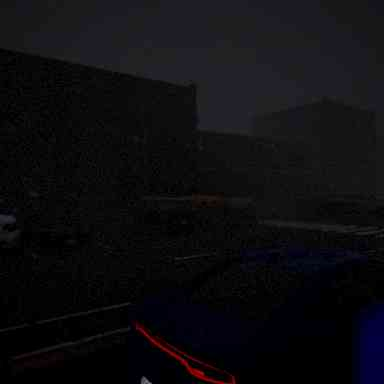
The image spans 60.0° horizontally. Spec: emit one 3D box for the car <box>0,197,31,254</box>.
[{"bbox_3d":[-8.276,1.228,13.064,2.435,2.045,5.566,0,0,-36],"label":"car"}]

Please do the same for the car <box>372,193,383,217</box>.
[{"bbox_3d":[16.363,1.113,30.755,2.435,2.045,5.566,0,0,-36],"label":"car"}]

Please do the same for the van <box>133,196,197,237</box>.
[{"bbox_3d":[-1.638,1.238,18.009,1.878,1.987,4.442,0,0,-36],"label":"van"}]

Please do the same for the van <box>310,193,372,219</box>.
[{"bbox_3d":[11.937,1.163,27.469,1.878,1.987,4.442,0,0,-36],"label":"van"}]

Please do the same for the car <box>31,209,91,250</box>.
[{"bbox_3d":[-6.036,1.506,14.672,2.163,1.488,4.792,0,0,-36],"label":"car"}]

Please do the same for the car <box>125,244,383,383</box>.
[{"bbox_3d":[1.634,1.429,4.291,5.008,1.535,1.882,-2,1,-35],"label":"car"}]
